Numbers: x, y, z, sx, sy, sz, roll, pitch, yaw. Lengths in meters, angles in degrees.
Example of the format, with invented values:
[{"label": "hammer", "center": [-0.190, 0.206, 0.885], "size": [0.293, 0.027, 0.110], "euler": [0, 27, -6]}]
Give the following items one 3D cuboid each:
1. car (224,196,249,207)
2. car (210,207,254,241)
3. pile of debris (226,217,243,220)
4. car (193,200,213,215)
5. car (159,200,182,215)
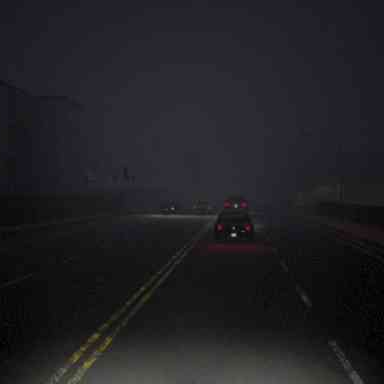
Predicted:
[{"label": "car", "center": [4.292, 1.370, 32.364], "size": [2.150, 2.045, 5.566], "euler": [0, -1, 8]}, {"label": "car", "center": [2.201, 1.681, 17.359], "size": [1.895, 1.301, 4.718], "euler": [0, 0, 8]}, {"label": "pile of debris", "center": [3.758, 2.311, 29.327], "size": [1.500, 0.140, 1.860], "euler": [0, 0, 8]}, {"label": "car", "center": [1.289, 1.629, 36.916], "size": [1.882, 1.535, 5.008], "euler": [0, 0, 8]}, {"label": "car", "center": [-2.312, 1.630, 36.494], "size": [1.837, 1.490, 4.892], "euler": [0, -1, 8]}]
